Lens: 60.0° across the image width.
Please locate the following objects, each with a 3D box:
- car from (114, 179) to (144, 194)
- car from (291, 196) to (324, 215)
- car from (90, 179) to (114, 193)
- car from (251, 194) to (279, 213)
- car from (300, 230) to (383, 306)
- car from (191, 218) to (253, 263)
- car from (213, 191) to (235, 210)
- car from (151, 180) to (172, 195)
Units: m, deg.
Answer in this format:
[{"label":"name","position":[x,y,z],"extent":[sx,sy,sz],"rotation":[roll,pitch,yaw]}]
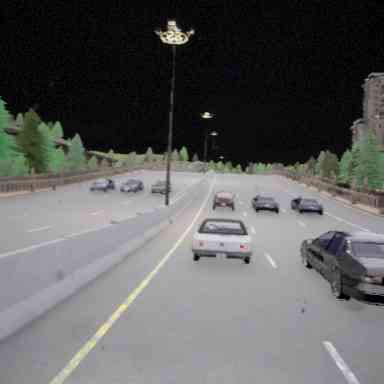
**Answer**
[{"label":"car","position":[-6.951,-0.700,38.862],"extent":[2.128,1.511,4.902],"rotation":[3,7,6]},{"label":"car","position":[9.744,1.021,28.383],"extent":[1.994,1.385,4.181],"rotation":[3,5,6]},{"label":"car","position":[-10.430,-0.821,39.225],"extent":[1.812,1.442,4.674],"rotation":[3,7,6]},{"label":"car","position":[6.252,0.877,28.610],"extent":[1.994,1.385,4.181],"rotation":[3,5,6]},{"label":"car","position":[4.281,1.726,8.693],"extent":[2.033,1.411,5.357],"rotation":[3,1,6]},{"label":"car","position":[1.122,1.594,12.215],"extent":[1.895,1.301,4.718],"rotation":[3,1,6]},{"label":"car","position":[2.819,0.648,29.378],"extent":[1.812,1.442,4.674],"rotation":[3,5,6]},{"label":"car","position":[-3.474,-0.531,38.511],"extent":[1.837,1.490,4.892],"rotation":[3,7,6]}]
